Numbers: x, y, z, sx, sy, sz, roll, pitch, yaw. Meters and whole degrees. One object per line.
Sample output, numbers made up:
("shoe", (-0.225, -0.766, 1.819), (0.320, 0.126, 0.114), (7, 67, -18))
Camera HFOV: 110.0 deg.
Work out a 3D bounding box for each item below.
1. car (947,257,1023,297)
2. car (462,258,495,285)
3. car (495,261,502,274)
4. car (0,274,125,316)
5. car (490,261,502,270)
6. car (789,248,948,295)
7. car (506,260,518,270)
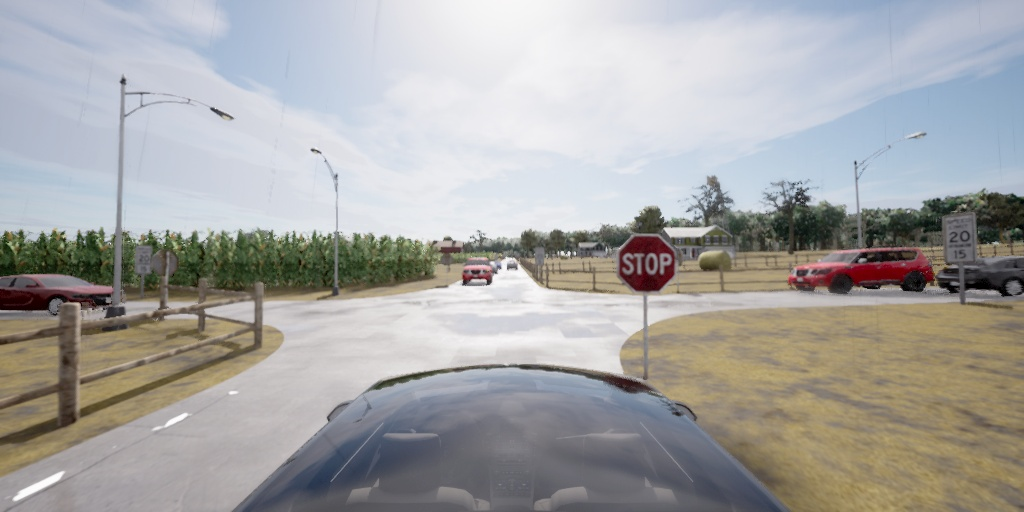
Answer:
("car", (19.862, 0.771, 14.103), (4.892, 1.490, 1.837), (-2, -2, 0))
("car", (-2.760, 1.168, 29.139), (2.150, 2.045, 5.566), (0, 0, -2))
("car", (-2.810, 1.540, 45.908), (2.128, 1.511, 4.902), (0, 0, 0))
("car", (-18.257, 1.466, 14.057), (5.008, 1.535, 1.882), (0, -2, 0))
("car", (-2.736, 1.604, 62.089), (1.882, 1.535, 5.008), (0, 0, 1))
("car", (16.433, 0.692, 17.032), (5.566, 2.045, 2.150), (-2, -2, 0))
("car", (0.049, 1.614, 60.989), (2.128, 1.511, 4.902), (0, 0, 0))
